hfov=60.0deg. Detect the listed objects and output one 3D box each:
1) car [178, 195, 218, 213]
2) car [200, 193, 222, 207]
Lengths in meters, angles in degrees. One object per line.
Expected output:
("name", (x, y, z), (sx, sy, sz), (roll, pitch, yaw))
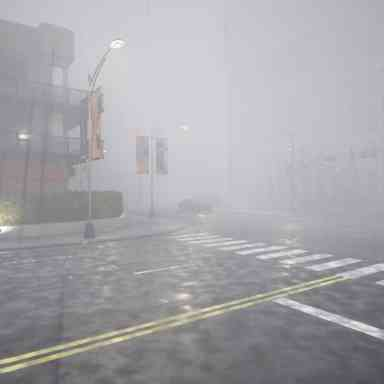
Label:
("car", (0.300, 1.478, 37.145), (1.882, 1.535, 5.008), (0, 0, -35))
("car", (2.072, 1.222, 48.852), (2.150, 2.045, 5.566), (0, 0, -33))
